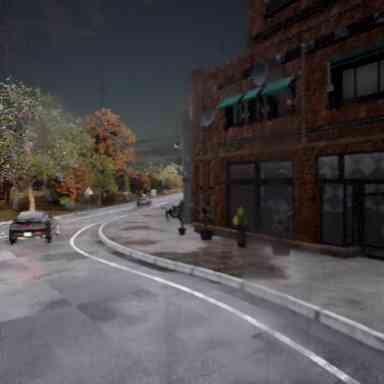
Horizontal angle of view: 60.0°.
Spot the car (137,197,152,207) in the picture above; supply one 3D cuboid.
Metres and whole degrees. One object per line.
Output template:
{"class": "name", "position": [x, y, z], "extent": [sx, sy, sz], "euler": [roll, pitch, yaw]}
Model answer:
{"class": "car", "position": [-7.738, 1.553, 54.434], "extent": [2.128, 1.511, 4.902], "euler": [-1, 1, 3]}

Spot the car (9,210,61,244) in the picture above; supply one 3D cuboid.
{"class": "car", "position": [-8.132, 1.734, 17.449], "extent": [1.837, 1.490, 4.892], "euler": [-1, -1, -16]}
